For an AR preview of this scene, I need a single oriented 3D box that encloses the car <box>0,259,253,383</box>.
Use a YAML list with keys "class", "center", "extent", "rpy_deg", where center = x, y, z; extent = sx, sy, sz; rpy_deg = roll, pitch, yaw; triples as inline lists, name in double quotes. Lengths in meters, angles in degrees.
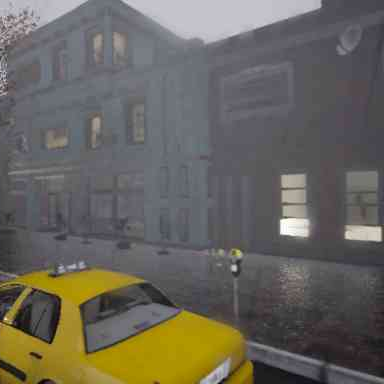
- class: "car"
  center: [-1.683, 1.534, 4.157]
  extent: [4.829, 1.417, 1.752]
  rpy_deg: [0, -1, 35]
